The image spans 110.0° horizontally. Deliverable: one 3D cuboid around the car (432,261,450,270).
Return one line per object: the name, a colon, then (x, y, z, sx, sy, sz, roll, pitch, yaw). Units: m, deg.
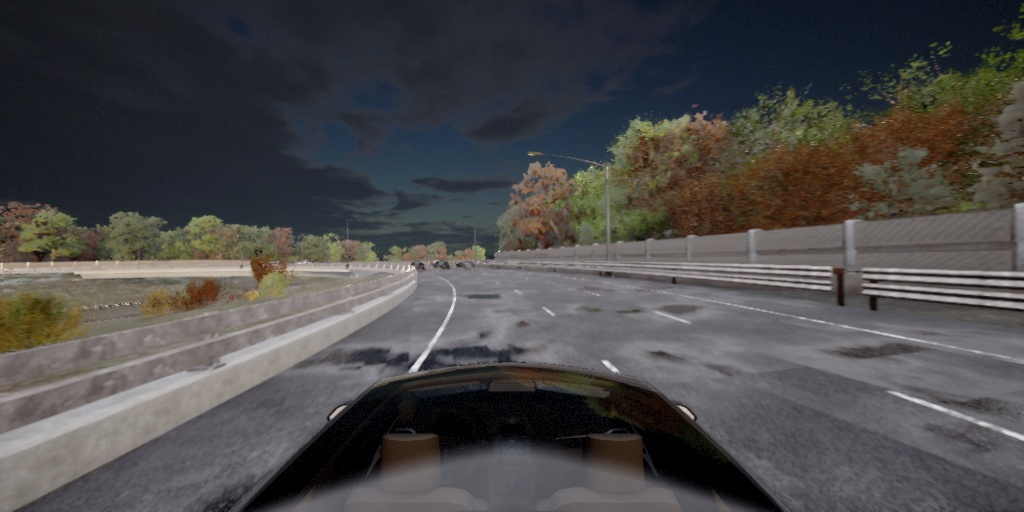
car: (-11.553, 1.524, 58.085, 1.837, 1.490, 4.892, 0, 0, -30)

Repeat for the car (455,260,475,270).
car: (-7.675, 1.432, 58.323, 2.128, 1.511, 4.902, -1, 0, -30)

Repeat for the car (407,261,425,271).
car: (-15.489, 1.603, 57.833, 1.837, 1.490, 4.892, 0, 0, -31)
